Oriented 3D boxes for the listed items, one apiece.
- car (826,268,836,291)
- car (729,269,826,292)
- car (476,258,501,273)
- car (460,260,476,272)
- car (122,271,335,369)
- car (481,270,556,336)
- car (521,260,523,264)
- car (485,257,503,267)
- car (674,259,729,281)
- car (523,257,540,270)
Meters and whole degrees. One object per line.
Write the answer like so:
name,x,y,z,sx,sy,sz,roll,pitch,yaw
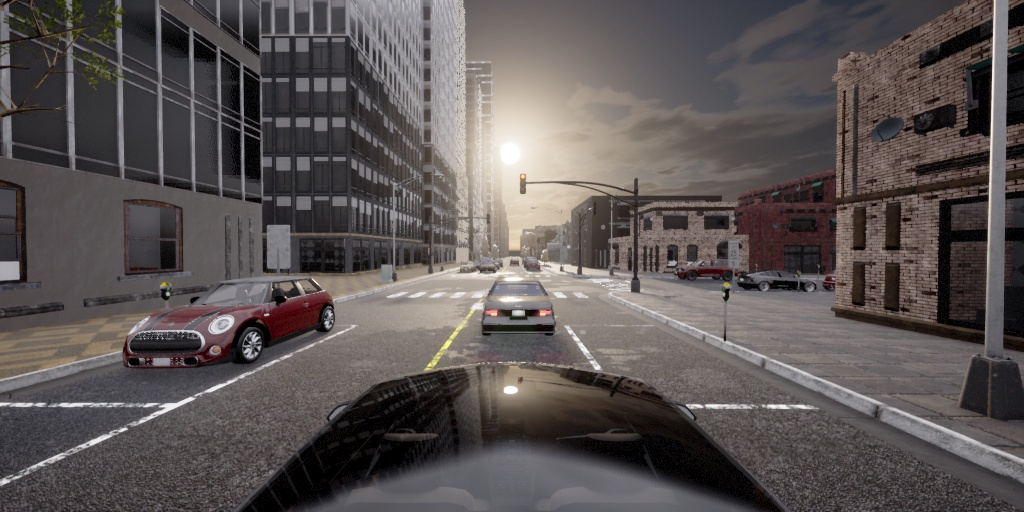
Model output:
car,22.087,1.473,22.427,4.097,1.591,1.967,0,0,1
car,16.540,1.546,22.533,4.313,1.339,1.948,0,0,1
car,-2.834,1.287,43.590,2.033,1.411,5.357,0,0,0
car,-5.555,1.265,45.575,1.751,1.417,4.829,0,0,0
car,-5.656,1.188,7.797,1.967,1.591,4.097,0,0,0
car,0.154,1.295,10.364,2.033,1.411,5.357,0,0,0
car,3.071,1.051,62.568,2.192,1.841,5.009,0,0,0
car,-2.772,1.285,53.733,2.033,1.411,5.357,0,0,0
car,16.699,1.164,30.911,5.009,1.841,2.192,0,0,1
car,3.000,1.178,51.280,1.967,1.591,4.097,0,0,0
